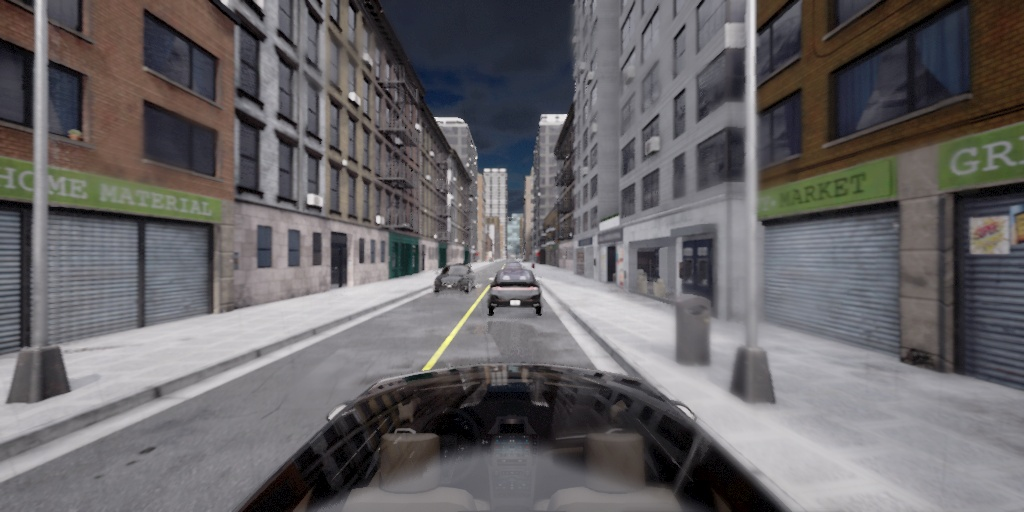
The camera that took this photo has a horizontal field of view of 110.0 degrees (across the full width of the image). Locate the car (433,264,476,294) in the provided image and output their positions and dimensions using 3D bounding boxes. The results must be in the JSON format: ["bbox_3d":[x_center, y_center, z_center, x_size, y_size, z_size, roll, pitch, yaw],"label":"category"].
[{"bbox_3d":[-3.095,1.231,20.070,1.837,1.490,4.892,0,0,0],"label":"car"}]

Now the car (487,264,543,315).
[{"bbox_3d":[0.102,1.226,13.516,2.128,1.511,4.902,0,0,0],"label":"car"}]

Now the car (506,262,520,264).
[{"bbox_3d":[0.109,1.260,34.504,2.033,1.411,5.357,0,0,0],"label":"car"}]
